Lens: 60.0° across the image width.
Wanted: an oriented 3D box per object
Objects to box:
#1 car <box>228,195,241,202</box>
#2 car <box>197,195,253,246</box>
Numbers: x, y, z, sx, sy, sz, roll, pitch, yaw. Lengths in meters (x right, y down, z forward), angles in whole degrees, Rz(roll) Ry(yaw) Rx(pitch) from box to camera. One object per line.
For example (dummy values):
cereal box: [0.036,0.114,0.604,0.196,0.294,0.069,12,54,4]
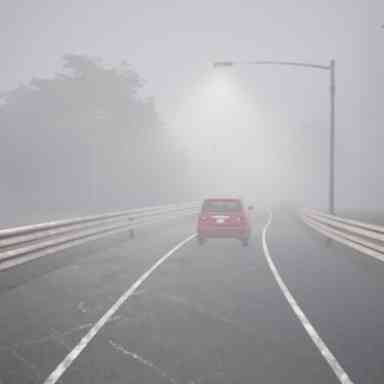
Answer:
car: [10.205,1.495,79.746,2.033,1.411,5.357,0,0,-4]
car: [1.644,1.229,15.677,2.150,2.045,5.566,0,0,11]
